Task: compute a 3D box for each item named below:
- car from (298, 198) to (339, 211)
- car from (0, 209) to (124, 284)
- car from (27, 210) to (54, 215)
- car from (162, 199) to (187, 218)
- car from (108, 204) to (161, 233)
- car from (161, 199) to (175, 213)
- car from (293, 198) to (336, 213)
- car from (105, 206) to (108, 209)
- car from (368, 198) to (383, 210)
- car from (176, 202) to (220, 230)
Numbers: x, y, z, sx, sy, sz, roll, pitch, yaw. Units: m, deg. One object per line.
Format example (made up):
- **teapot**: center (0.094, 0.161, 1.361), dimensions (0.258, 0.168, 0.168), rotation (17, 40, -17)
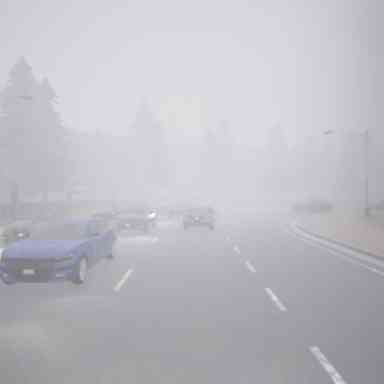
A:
- **car**: center (16.125, 1.507, 42.302), dimensions (4.902, 1.511, 2.128), rotation (0, 0, -29)
- **car**: center (-3.573, 1.482, 9.795), dimensions (1.882, 1.535, 5.008), rotation (0, 0, 0)
- **car**: center (-6.988, 1.570, 15.682), dimensions (1.994, 1.385, 4.181), rotation (0, 0, 1)
- **car**: center (-0.597, 1.612, 29.791), dimensions (1.895, 1.301, 4.718), rotation (0, 0, 21)
- **car**: center (-3.272, 1.513, 19.921), dimensions (1.837, 1.490, 4.892), rotation (0, 0, 3)
- **car**: center (-1.903, 1.491, 34.896), dimensions (1.882, 1.535, 5.008), rotation (0, 0, 30)
- **car**: center (13.355, 1.561, 36.735), dimensions (5.357, 1.411, 2.033), rotation (0, 0, -37)
- **car**: center (-5.773, 1.611, 25.535), dimensions (1.895, 1.301, 4.718), rotation (0, 0, 12)
- **car**: center (24.213, 1.541, 41.800), dimensions (4.674, 1.442, 1.812), rotation (0, 0, -11)
- **car**: center (0.693, 1.556, 21.358), dimensions (2.033, 1.411, 5.357), rotation (0, 0, 9)
